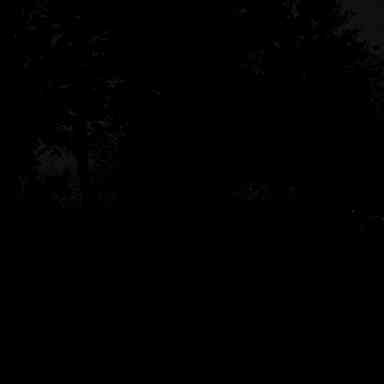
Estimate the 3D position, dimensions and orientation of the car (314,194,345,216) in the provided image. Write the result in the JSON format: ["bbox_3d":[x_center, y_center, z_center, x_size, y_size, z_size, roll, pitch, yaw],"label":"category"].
[{"bbox_3d":[11.913,0.965,27.570,2.097,1.767,4.553,-2,1,-30],"label":"car"}]
